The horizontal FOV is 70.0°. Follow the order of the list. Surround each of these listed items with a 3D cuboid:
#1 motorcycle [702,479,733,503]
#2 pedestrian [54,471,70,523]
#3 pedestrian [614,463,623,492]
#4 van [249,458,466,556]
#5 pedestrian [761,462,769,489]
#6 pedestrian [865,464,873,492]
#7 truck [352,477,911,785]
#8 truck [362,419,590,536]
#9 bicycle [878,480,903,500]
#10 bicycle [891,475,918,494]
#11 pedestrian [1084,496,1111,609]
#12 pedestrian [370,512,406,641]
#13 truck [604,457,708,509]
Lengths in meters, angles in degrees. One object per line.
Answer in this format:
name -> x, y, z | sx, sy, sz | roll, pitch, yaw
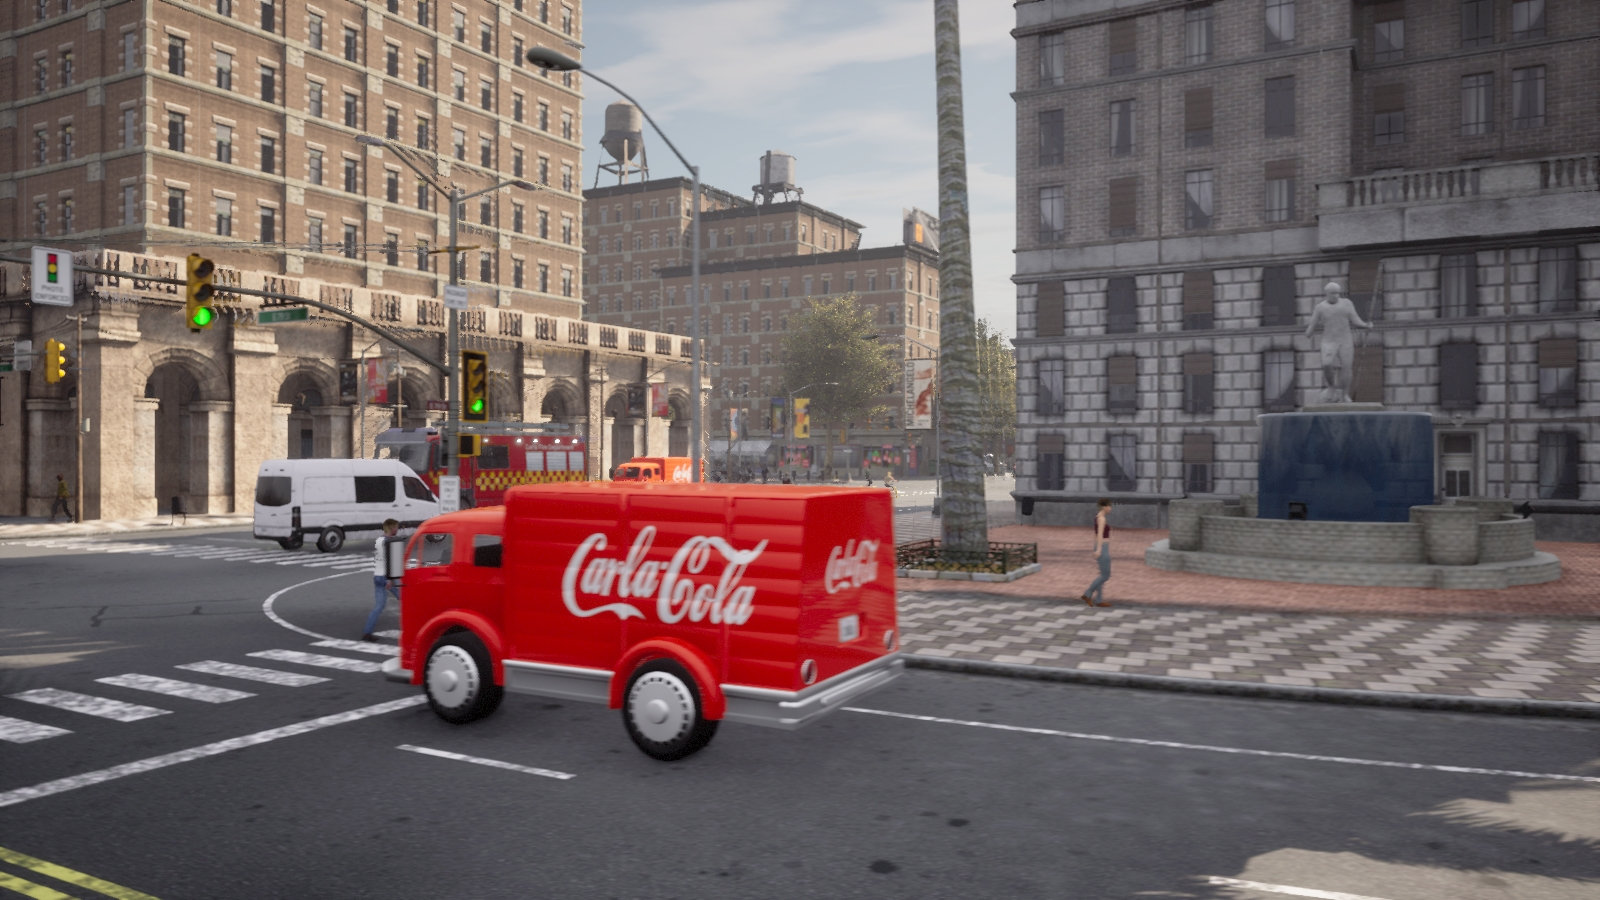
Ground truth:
motorcycle -> -4.469, 2.202, 62.157 | 0.856, 1.236, 1.805 | 0, 0, 29
pedestrian -> -26.758, 1.707, 41.422 | 0.375, 1.860, 0.375 | 0, 0, 29
pedestrian -> -11.374, 1.719, 71.557 | 0.375, 1.860, 0.375 | 0, 0, -39
van -> -12.727, 1.544, 33.335 | 1.988, 2.561, 5.915 | 0, 0, 32
pedestrian -> -2.350, 1.721, 77.088 | 0.375, 1.860, 0.375 | 0, 0, 36
pedestrian -> 4.663, 1.875, 77.185 | 0.375, 1.860, 0.375 | 0, 0, 25
truck -> -1.763, 1.572, 11.911 | 5.204, 2.467, 2.627 | 0, 0, 27
truck -> -11.555, 0.904, 41.814 | 2.891, 3.827, 8.468 | 0, 0, 29
bicycle -> 5.140, 2.277, 65.081 | 0.859, 1.080, 1.487 | 0, 1, 29
bicycle -> 6.852, 2.249, 74.754 | 1.835, 1.171, 0.329 | 1, -8, -31
pedestrian -> 4.978, 1.703, 19.146 | 0.375, 1.860, 0.375 | 0, 0, 4
pedestrian -> -6.089, 1.854, 16.882 | 0.375, 1.860, 0.375 | 0, 0, 42
truck -> -7.153, 1.586, 57.319 | 2.627, 2.467, 5.204 | 0, 0, 29
